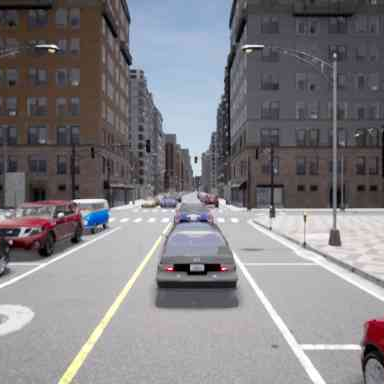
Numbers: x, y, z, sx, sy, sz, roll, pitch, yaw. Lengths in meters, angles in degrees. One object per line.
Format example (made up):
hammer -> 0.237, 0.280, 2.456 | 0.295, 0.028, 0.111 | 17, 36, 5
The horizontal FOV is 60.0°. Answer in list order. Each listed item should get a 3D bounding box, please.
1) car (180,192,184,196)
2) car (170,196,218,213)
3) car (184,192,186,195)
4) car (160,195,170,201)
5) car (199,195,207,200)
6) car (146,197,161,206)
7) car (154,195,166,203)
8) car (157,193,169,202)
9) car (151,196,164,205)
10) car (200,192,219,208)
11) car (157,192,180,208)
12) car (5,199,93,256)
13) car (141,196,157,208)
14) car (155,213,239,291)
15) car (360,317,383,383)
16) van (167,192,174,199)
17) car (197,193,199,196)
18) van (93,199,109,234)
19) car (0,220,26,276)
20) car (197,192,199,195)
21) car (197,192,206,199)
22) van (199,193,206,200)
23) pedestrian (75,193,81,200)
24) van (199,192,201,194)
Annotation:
car -> -3.122, 1.035, 61.560 | 2.150, 2.045, 5.566 | 0, 0, 0
car -> 0.075, 1.324, 18.538 | 2.097, 1.767, 4.553 | 0, 0, 0
car -> -3.080, 1.263, 77.189 | 2.128, 1.511, 4.902 | 0, 0, 0
car -> -5.933, 1.340, 74.062 | 1.802, 1.307, 4.206 | 0, 0, 0
car -> 2.587, 1.316, 79.709 | 1.802, 1.307, 4.206 | 0, 0, 0
car -> -5.910, 1.418, 51.442 | 1.947, 1.339, 4.313 | 0, 0, 0
car -> -5.921, 1.332, 62.581 | 1.752, 1.417, 4.829 | 0, 0, 0
car -> -5.927, 1.097, 68.406 | 2.192, 1.841, 5.009 | 0, 0, 0
car -> -5.915, 1.355, 56.927 | 1.752, 1.417, 4.829 | 0, 0, 0
car -> 2.623, 1.190, 45.767 | 2.192, 1.841, 5.009 | 0, 0, 0
car -> -3.142, 1.231, 44.867 | 2.097, 1.767, 4.553 | 0, 0, 0
car -> -5.871, 1.297, 13.129 | 2.192, 1.841, 5.009 | 0, 0, 0
car -> -5.904, 1.400, 45.617 | 1.752, 1.417, 4.829 | 0, 0, 0
car -> 0.092, 1.535, 9.065 | 2.033, 1.411, 5.357 | 0, 0, 0
car -> 2.666, 1.542, 1.833 | 1.887, 1.381, 4.507 | 0, 0, 0
van -> -5.950, 1.024, 91.025 | 1.690, 1.788, 3.998 | 0, 0, 0
car -> 2.598, 1.364, 68.395 | 1.802, 1.307, 4.206 | 0, 0, 0
van -> -5.877, 1.313, 18.771 | 1.690, 1.788, 3.998 | 0, 0, 0
car -> -5.866, 1.555, 7.489 | 1.947, 1.339, 4.313 | 0, 0, 0
car -> 2.593, 1.283, 74.221 | 1.752, 1.417, 4.829 | 0, 0, 0
car -> 2.575, 0.998, 91.020 | 2.192, 1.841, 5.009 | 0, 0, 0
van -> 2.581, 1.050, 85.363 | 1.690, 1.788, 3.998 | 0, 0, 0
pedestrian -> -12.589, 1.045, 36.729 | 0.375, 1.860, 0.375 | 0, 0, 1
van -> 2.605, 1.147, 62.738 | 1.690, 1.788, 3.998 | 0, 0, 0
